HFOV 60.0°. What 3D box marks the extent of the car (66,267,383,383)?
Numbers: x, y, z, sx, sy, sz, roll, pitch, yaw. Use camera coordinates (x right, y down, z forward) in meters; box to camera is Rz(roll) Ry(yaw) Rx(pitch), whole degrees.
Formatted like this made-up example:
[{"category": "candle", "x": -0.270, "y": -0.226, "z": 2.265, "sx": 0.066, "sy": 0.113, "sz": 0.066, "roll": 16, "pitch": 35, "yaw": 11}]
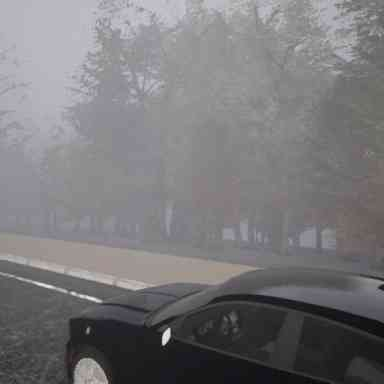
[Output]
[{"category": "car", "x": 0.863, "y": 1.483, "z": 3.063, "sx": 5.008, "sy": 1.535, "sz": 1.882, "roll": 0, "pitch": 0, "yaw": 36}]
